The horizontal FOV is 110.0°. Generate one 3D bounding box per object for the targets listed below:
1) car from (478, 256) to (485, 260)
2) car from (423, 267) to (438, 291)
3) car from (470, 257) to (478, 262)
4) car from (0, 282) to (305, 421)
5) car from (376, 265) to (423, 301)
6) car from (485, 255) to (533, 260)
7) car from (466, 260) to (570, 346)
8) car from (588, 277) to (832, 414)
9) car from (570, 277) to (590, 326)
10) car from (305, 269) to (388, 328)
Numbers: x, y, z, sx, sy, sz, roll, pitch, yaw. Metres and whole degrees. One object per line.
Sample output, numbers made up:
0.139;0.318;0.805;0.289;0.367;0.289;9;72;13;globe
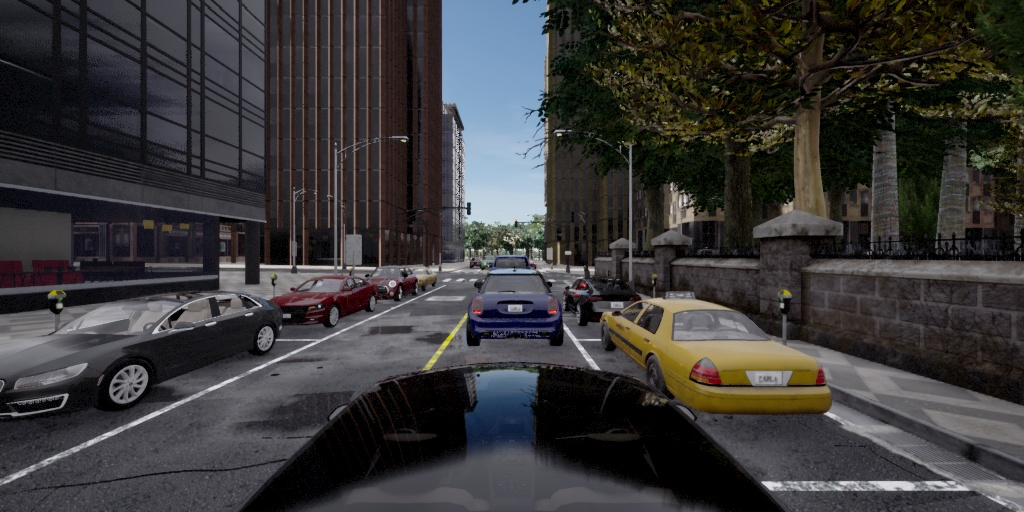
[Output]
-3.189;0.982;51.229;2.150;2.045;5.566;0;0;-1;car
-5.799;1.277;22.176;1.751;1.417;4.829;0;0;0;car
-5.864;1.079;59.754;2.192;1.841;5.009;0;0;0;car
-5.770;1.300;5.976;2.007;1.370;4.403;0;0;0;car
-5.789;1.190;16.890;1.967;1.591;4.097;0;0;0;car
-0.025;0.973;18.987;2.150;2.045;5.566;0;0;0;car
0.039;1.102;9.553;2.097;1.767;4.553;0;0;-1;car
2.755;1.275;6.163;1.751;1.417;4.829;0;0;0;car
2.745;1.316;11.450;1.948;1.339;4.313;0;0;0;car
-5.780;1.295;11.433;1.888;1.381;4.507;0;0;0;car
